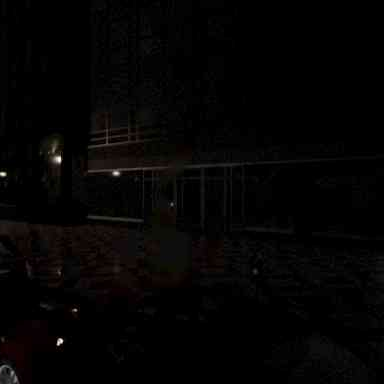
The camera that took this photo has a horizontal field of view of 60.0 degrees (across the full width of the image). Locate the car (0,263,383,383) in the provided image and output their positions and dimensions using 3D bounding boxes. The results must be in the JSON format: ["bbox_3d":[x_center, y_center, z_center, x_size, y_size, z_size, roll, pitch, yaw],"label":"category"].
[{"bbox_3d":[-0.176,1.580,3.081,4.206,1.307,1.802,0,0,35],"label":"car"}]

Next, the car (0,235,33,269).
[{"bbox_3d":[-4.770,1.435,6.346,4.097,1.590,1.967,0,0,35],"label":"car"}]
